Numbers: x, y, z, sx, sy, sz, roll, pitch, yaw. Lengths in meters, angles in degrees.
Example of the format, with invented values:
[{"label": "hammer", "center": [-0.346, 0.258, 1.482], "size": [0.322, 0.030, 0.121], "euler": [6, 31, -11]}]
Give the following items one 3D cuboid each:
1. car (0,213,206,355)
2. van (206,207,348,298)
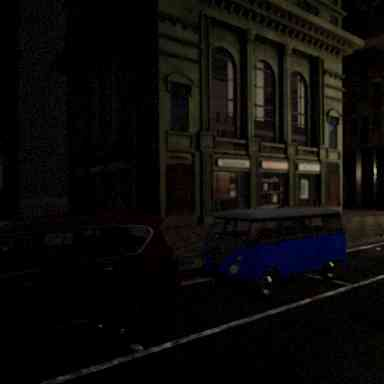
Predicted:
[{"label": "car", "center": [-2.496, 1.310, 4.869], "size": [5.009, 1.841, 2.192], "euler": [0, 0, -35]}, {"label": "van", "center": [2.097, 1.297, 8.135], "size": [3.998, 1.788, 1.690], "euler": [0, 0, -35]}]
